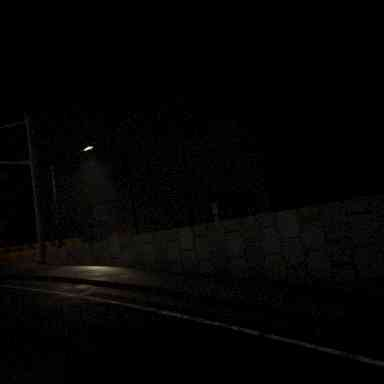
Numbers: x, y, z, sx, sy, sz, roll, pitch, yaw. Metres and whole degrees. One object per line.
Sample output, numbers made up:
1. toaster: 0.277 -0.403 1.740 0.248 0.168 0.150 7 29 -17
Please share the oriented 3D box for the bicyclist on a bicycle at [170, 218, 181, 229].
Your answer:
1. bicyclist on a bicycle: -1.319 2.911 27.267 1.656 1.620 0.582 -14 -8 35
